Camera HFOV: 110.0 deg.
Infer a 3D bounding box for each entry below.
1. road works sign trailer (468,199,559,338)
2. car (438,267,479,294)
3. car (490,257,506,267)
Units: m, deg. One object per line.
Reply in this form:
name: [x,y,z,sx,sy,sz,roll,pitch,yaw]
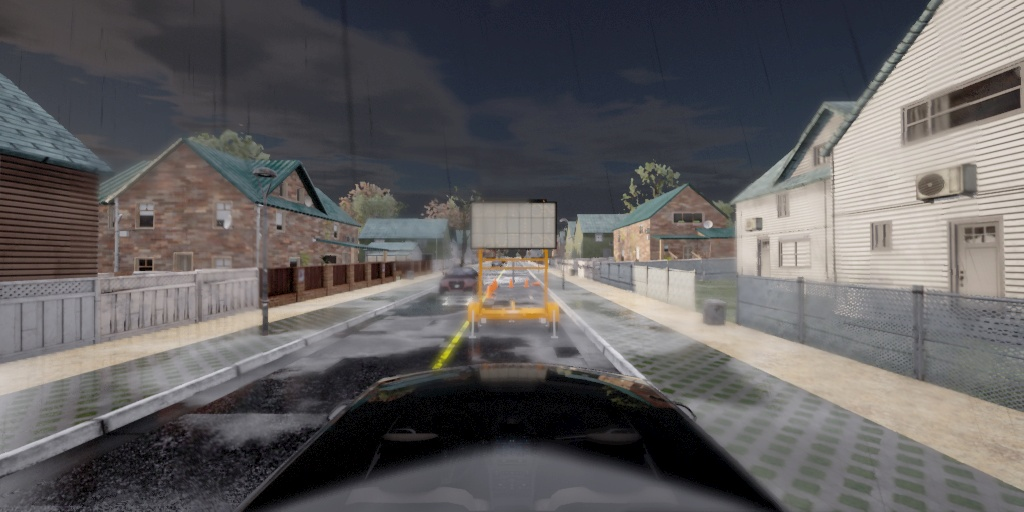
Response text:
road works sign trailer: [0.043,0.217,10.127,2.380,3.560,2.880,0,0,0]
car: [-2.758,1.319,19.909,1.994,1.385,4.181,0,0,0]
car: [-2.531,1.240,60.755,2.128,1.511,4.902,0,0,1]
